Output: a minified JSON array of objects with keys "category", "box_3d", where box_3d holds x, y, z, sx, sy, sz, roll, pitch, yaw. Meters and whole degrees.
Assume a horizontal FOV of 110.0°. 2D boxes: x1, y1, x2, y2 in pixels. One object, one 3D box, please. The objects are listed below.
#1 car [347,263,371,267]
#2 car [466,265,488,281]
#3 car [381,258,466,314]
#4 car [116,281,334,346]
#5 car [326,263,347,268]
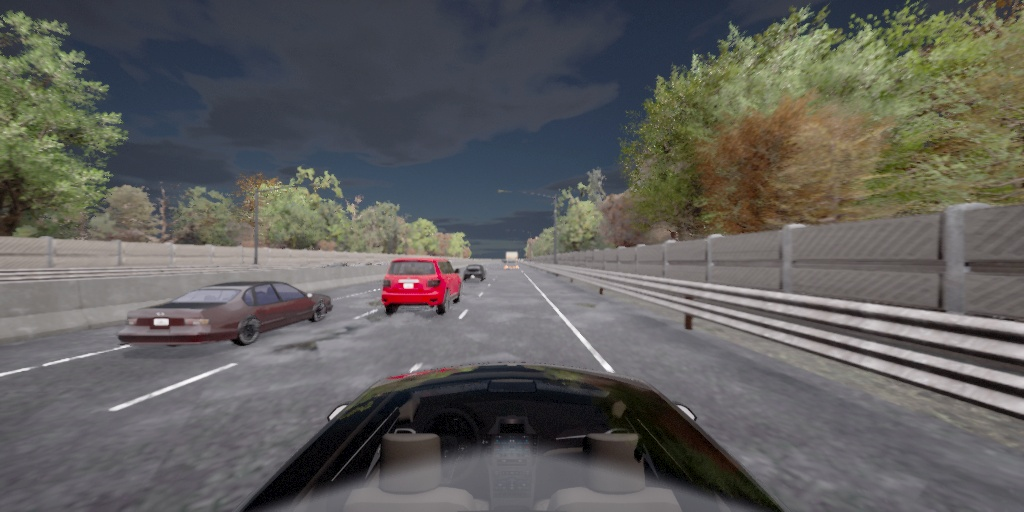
[{"category":"car","box_3d":[-21.066,1.734,50.877,1.812,1.442,4.674,0,-1,0]},{"category":"car","box_3d":[-3.411,1.549,33.740,1.837,1.490,4.892,0,0,0]},{"category":"car","box_3d":[-3.403,1.087,14.471,2.150,2.045,5.566,0,0,0]},{"category":"car","box_3d":[-6.901,1.367,9.563,2.033,1.411,5.357,0,0,0]},{"category":"car","box_3d":[-24.565,1.709,50.621,1.837,1.490,4.892,0,0,0]}]
